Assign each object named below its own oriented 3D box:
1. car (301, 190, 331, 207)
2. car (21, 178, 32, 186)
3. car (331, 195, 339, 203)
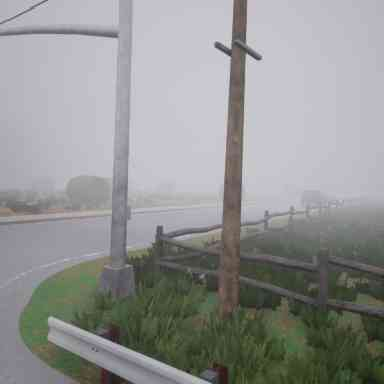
[{"bbox_3d":[15.385,0.808,41.846,2.150,2.045,5.566,3,2,34],"label":"car"},{"bbox_3d":[-39.208,-2.341,79.243,1.905,1.878,3.866,8,2,-13],"label":"car"},{"bbox_3d":[21.135,1.131,50.745,1.994,1.385,4.181,3,2,33],"label":"car"}]
